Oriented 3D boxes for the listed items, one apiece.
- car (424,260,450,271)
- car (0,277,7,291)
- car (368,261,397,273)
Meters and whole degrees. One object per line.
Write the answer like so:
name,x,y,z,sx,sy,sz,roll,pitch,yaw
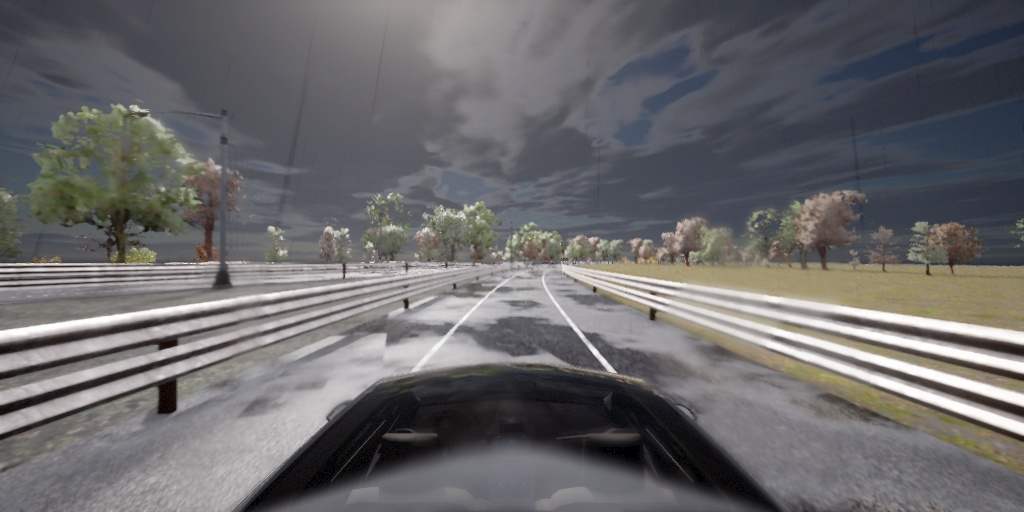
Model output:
car,-11.950,1.456,59.186,2.097,1.767,4.553,0,-1,17
car,-24.057,0.995,14.207,2.128,1.511,4.902,0,-1,13
car,-18.117,1.474,50.670,1.882,1.535,5.008,0,-1,16
